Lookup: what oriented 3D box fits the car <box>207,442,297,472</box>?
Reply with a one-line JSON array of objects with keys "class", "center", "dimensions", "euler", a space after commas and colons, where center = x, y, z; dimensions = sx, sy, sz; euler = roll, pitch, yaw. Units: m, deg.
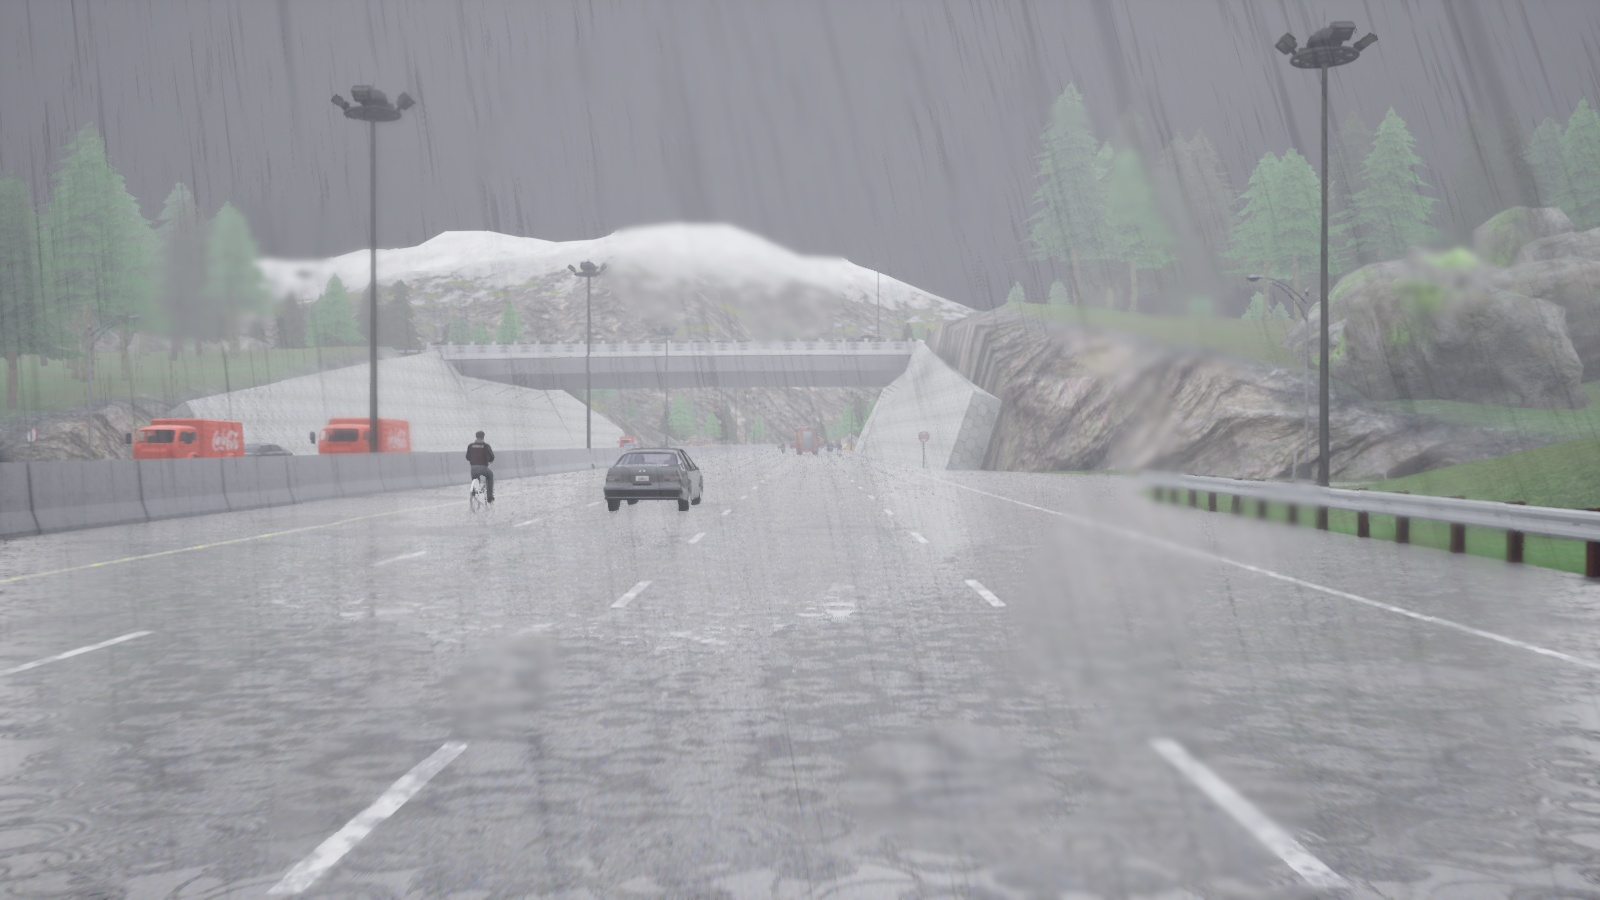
[{"class": "car", "center": [-28.912, 0.353, 66.451], "dimensions": [1.837, 1.490, 4.892], "euler": [0, 0, 12]}]

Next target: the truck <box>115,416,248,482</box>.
[{"class": "truck", "center": [-24.204, -0.034, 49.414], "dimensions": [2.627, 2.467, 5.204], "euler": [0, 0, 0]}]

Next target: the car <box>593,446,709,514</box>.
[{"class": "car", "center": [-3.320, 0.628, 29.035], "dimensions": [2.033, 1.411, 5.357], "euler": [0, 0, 0]}]

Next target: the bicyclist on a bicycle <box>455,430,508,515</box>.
[{"class": "bicyclist on a bicycle", "center": [-6.831, 0.459, 27.041], "dimensions": [0.659, 1.776, 1.843], "euler": [0, 1, 0]}]

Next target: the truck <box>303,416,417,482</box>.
[{"class": "truck", "center": [-17.204, -0.027, 49.391], "dimensions": [2.627, 2.467, 5.204], "euler": [0, 0, 0]}]
